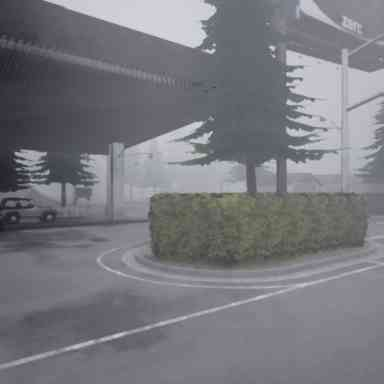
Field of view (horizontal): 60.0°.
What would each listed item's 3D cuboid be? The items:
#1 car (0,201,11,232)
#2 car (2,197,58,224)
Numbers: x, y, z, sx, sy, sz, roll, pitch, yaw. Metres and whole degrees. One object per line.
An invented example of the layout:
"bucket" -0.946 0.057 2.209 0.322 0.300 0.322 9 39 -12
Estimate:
"car" -11.912 1.480 16.532 4.611 1.667 2.242 0 0 -36
"car" -11.723 1.305 23.662 3.866 1.878 1.905 0 0 -36
